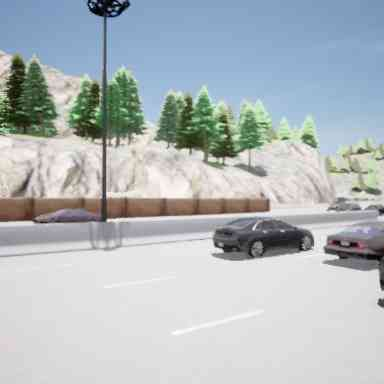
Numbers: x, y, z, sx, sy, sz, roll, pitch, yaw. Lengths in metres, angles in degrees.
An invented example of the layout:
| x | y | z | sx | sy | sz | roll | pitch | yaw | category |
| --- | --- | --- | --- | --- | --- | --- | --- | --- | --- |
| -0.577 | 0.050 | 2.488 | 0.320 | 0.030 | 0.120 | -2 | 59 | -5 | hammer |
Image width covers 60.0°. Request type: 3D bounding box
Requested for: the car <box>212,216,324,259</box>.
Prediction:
| x | y | z | sx | sy | sz | roll | pitch | yaw | category |
| --- | --- | --- | --- | --- | --- | --- | --- | --- | --- |
| 3.119 | 1.796 | 14.027 | 4.892 | 1.490 | 1.837 | 1 | -1 | -34 | car |

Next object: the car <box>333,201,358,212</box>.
| x | y | z | sx | sy | sz | roll | pitch | yaw | category |
| --- | --- | --- | --- | --- | --- | --- | --- | --- | --- |
| 22.262 | 2.312 | 46.925 | 4.553 | 1.767 | 2.097 | 1 | -2 | -43 | car |

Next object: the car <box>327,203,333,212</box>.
| x | y | z | sx | sy | sz | roll | pitch | yaw | category |
| --- | --- | --- | --- | --- | --- | --- | --- | --- | --- |
| 23.093 | 2.236 | 52.492 | 2.097 | 1.767 | 4.553 | -1 | -2 | 45 | car |

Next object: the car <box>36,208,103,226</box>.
| x | y | z | sx | sy | sz | roll | pitch | yaw | category |
| --- | --- | --- | --- | --- | --- | --- | --- | --- | --- |
| -11.011 | 2.173 | 30.073 | 5.357 | 1.411 | 2.033 | 1 | -1 | -33 | car |

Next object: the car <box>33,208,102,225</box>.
| x | y | z | sx | sy | sz | roll | pitch | yaw | category |
| --- | --- | --- | --- | --- | --- | --- | --- | --- | --- |
| -9.761 | 2.104 | 26.708 | 5.357 | 1.411 | 2.033 | 1 | -1 | -34 | car |

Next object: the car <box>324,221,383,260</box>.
| x | y | z | sx | sy | sz | roll | pitch | yaw | category |
| --- | --- | --- | --- | --- | --- | --- | --- | --- | --- |
| 7.223 | 1.807 | 12.548 | 5.357 | 1.411 | 2.033 | 1 | -1 | -34 | car |

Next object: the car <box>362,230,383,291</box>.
| x | y | z | sx | sy | sz | roll | pitch | yaw | category |
| --- | --- | --- | --- | --- | --- | --- | --- | --- | --- |
| 6.258 | 1.665 | 7.711 | 4.892 | 1.490 | 1.837 | 1 | -1 | -33 | car |

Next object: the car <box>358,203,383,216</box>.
| x | y | z | sx | sy | sz | roll | pitch | yaw | category |
| --- | --- | --- | --- | --- | --- | --- | --- | --- | --- |
| 24.177 | 2.405 | 43.923 | 4.892 | 1.490 | 1.837 | 2 | -2 | -43 | car |
